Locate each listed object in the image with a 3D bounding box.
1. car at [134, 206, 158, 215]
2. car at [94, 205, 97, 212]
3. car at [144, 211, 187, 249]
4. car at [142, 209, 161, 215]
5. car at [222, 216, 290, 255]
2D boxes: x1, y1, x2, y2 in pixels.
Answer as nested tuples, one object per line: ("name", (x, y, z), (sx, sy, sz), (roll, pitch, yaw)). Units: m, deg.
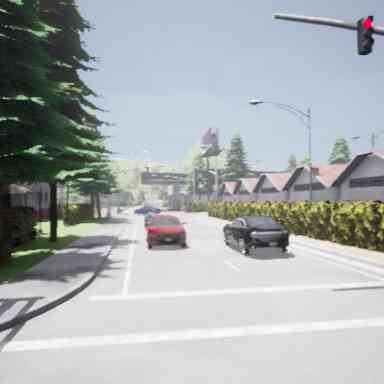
("car", (-6.793, 2.844, 50.528), (4.674, 1.442, 1.812), (-1, -2, 35))
("car", (-22.614, 3.657, 72.432), (3.806, 1.475, 1.970), (-1, -2, -9))
("car", (-1.447, 1.981, 17.685), (1.882, 1.535, 5.008), (-1, -2, -9))
("car", (-3.007, 2.396, 27.889), (1.895, 1.301, 4.718), (-1, -2, -9))
("car", (2.729, 1.856, 15.177), (2.128, 1.511, 4.902), (-1, -2, -9))
